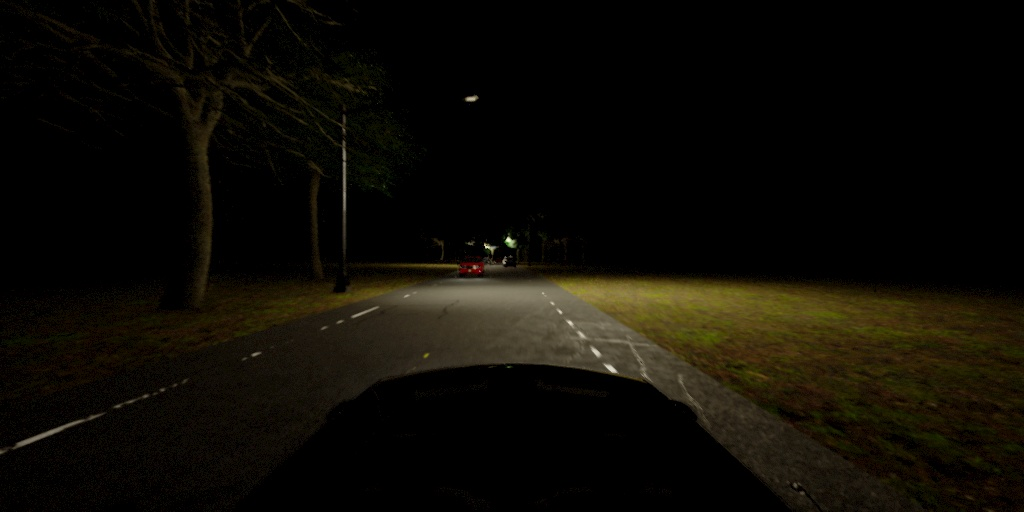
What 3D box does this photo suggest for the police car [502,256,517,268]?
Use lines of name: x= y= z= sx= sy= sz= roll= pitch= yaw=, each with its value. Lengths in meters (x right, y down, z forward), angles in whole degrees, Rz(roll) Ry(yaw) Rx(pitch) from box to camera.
police car: x=-0.238 y=1.254 z=63.889 sx=1.930 sy=1.638 sz=5.238 roll=0 pitch=0 yaw=-2

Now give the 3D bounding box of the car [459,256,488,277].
car: x=-3.936 y=1.015 z=35.804 sx=2.150 sy=2.045 sz=5.566 roll=0 pitch=0 yaw=-1
